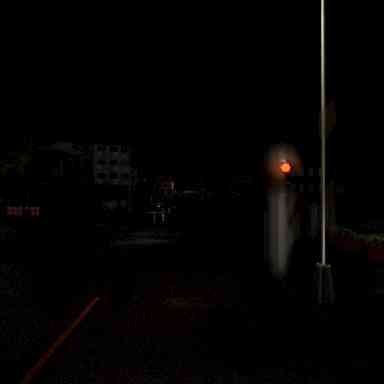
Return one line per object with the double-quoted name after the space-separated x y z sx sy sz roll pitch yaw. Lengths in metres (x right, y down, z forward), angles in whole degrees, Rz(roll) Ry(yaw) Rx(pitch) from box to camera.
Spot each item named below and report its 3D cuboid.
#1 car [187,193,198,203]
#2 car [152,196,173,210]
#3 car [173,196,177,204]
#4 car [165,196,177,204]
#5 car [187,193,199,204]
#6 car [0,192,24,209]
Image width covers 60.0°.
0.104 1.225 72.303 2.150 2.045 5.566 0 0 0 "car"
-4.040 1.491 43.023 2.128 1.511 4.902 0 0 0 "car"
-4.019 1.491 52.987 2.128 1.511 4.902 0 0 0 "car"
-3.966 1.477 63.162 1.882 1.535 5.008 0 0 0 "car"
0.187 1.352 61.839 2.097 1.767 4.553 0 0 0 "car"
-19.709 0.985 34.940 1.905 1.878 3.866 0 0 35 "car"
